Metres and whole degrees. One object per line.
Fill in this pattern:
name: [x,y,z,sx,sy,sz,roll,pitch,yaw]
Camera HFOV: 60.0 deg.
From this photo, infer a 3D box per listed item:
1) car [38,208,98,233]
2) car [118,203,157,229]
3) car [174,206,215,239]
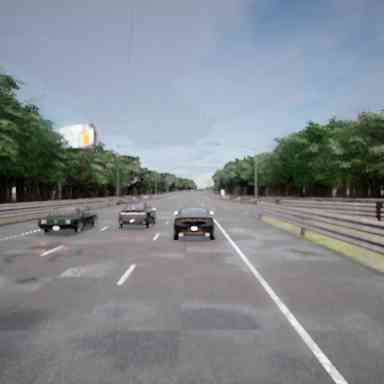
car: [-6.905,1.548,19.137,1.895,1.301,4.718,0,0,0]
car: [-3.406,1.436,21.319,2.128,1.511,4.902,0,0,0]
car: [0.097,1.429,16.939,1.882,1.535,5.008,0,0,0]
